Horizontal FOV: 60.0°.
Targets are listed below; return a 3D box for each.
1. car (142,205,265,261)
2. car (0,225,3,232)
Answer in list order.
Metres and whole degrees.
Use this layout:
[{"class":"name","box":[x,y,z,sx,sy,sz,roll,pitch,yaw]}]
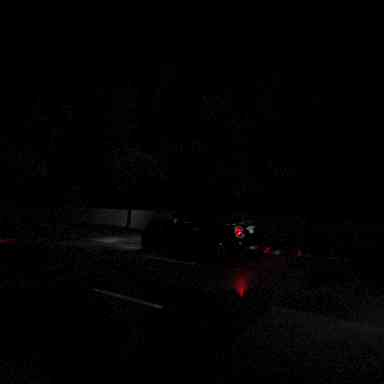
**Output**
[{"class":"car","box":[0.279,1.332,12.391,4.553,1.767,2.097,0,0,35]},{"class":"car","box":[-11.470,1.439,16.471,5.357,1.411,2.033,1,0,35]}]
